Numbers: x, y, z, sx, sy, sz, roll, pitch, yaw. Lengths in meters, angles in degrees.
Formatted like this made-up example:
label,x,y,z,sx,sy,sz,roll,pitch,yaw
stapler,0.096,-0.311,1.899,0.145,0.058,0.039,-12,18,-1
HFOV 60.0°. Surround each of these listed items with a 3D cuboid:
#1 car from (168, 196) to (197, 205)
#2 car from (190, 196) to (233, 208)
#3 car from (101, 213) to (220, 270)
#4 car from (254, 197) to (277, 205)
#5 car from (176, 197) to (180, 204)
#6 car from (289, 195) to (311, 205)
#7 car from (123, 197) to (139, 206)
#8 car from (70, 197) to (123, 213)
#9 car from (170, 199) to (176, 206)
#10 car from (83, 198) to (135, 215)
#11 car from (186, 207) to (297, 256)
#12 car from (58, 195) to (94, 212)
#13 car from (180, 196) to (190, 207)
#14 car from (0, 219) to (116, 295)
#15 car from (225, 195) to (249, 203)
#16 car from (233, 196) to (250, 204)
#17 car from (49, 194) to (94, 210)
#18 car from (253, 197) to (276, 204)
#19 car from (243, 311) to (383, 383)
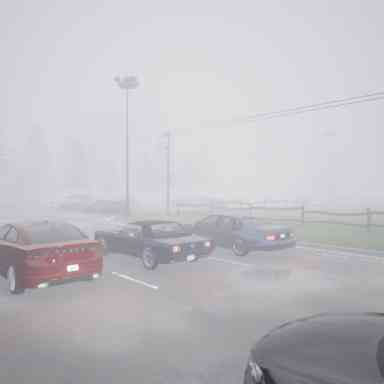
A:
label,x,y,z,sx,sy,sz,roll,pitch,yaw
car,-1.615,1.477,58.521,5.008,1.535,1.882,0,0,-42
car,2.554,1.491,43.452,4.902,1.511,2.128,0,0,-42
car,-1.519,1.601,11.203,1.895,1.301,4.718,0,0,-42
car,12.823,1.526,57.375,4.674,1.442,1.812,0,0,-42
car,0.610,1.547,51.119,5.357,1.411,2.033,0,0,-42
car,18.900,1.351,58.117,4.553,1.767,2.097,0,0,-42
car,-10.453,1.504,50.541,4.892,1.490,1.837,0,0,-43
car,-10.275,1.525,36.125,1.812,1.442,4.674,0,0,45
car,-1.298,1.600,54.108,4.718,1.301,1.895,0,0,-42
car,-8.221,1.564,33.209,1.994,1.385,4.181,0,0,44
car,1.399,1.547,13.195,2.033,1.411,5.357,0,0,-42
car,-12.484,1.477,38.869,1.882,1.535,5.008,0,0,45
car,1.082,1.351,46.837,4.553,1.767,2.097,0,0,-42
car,-4.216,1.478,8.964,1.882,1.535,5.008,0,0,-42
car,9.238,1.492,68.165,4.902,1.511,2.128,-1,0,-42
car,8.815,1.547,63.147,5.357,1.411,2.033,0,0,-41
car,-14.782,1.224,41.533,5.566,2.045,2.150,0,0,-45
car,13.807,1.600,62.925,4.718,1.301,1.895,0,0,-41
car,2.472,1.492,1.755,2.128,1.511,4.902,0,0,-43
